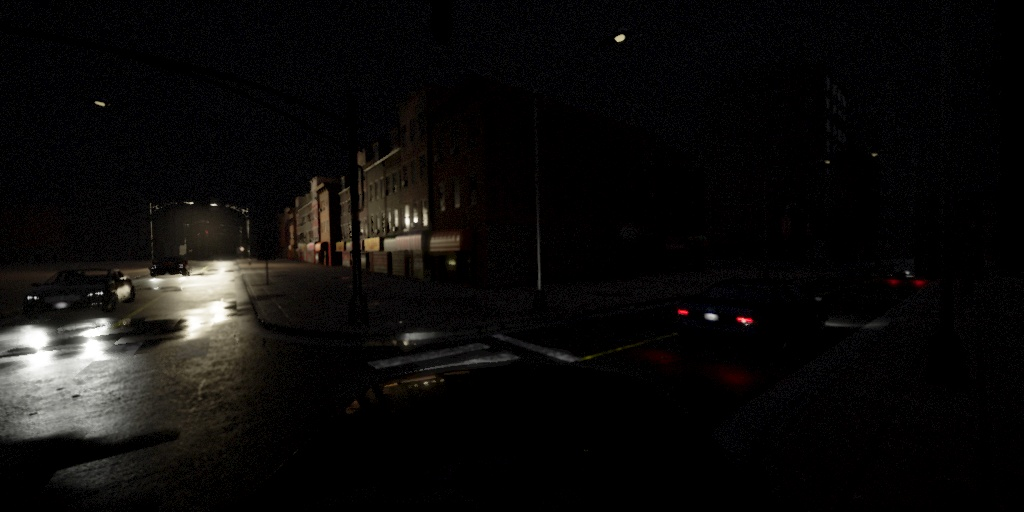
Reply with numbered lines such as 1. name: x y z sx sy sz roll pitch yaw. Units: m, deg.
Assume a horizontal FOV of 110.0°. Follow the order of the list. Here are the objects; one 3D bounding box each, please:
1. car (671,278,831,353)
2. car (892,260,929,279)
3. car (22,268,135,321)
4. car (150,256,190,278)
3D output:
1. car: 6.017 1.263 8.781 5.357 1.411 2.033 -1 0 -38
2. car: 31.532 1.018 28.067 4.674 1.442 1.812 0 0 -33
3. car: -15.258 1.214 12.876 2.128 1.511 4.902 -2 2 -38
4. car: -28.810 0.821 30.287 2.097 1.767 4.553 -2 2 -38
